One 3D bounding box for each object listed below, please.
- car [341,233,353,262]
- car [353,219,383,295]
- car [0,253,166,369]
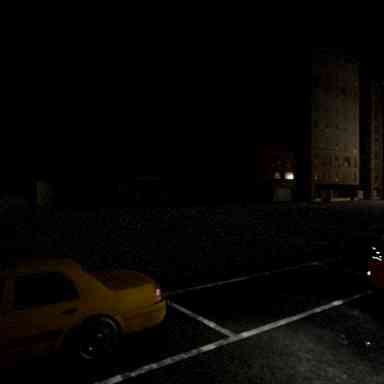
[{"bbox_3d":[6.710,1.549,10.974,4.507,1.381,1.887,0,0,-36],"label":"car"},{"bbox_3d":[6.212,1.227,7.495,5.566,2.045,2.150,0,0,-35],"label":"car"},{"bbox_3d":[-2.677,1.525,4.279,4.829,1.417,1.752,0,0,-36],"label":"car"}]
